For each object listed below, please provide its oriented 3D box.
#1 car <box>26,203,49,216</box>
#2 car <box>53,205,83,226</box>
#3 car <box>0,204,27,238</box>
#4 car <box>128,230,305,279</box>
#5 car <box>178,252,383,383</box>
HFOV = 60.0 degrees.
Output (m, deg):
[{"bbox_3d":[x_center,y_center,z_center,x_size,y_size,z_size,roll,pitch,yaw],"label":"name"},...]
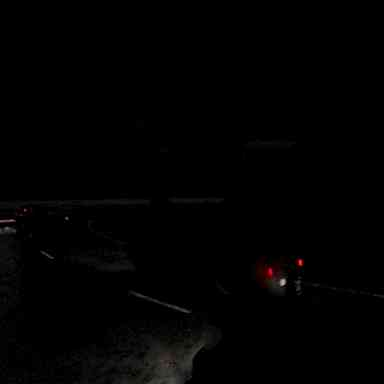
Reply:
[{"bbox_3d":[-17.775,1.919,37.395,1.994,1.385,4.181,0,0,0],"label":"car"},{"bbox_3d":[-9.477,1.712,25.628,1.882,1.535,5.008,0,0,-17],"label":"car"},{"bbox_3d":[-10.527,1.673,18.491,2.128,1.511,4.902,0,0,-26],"label":"car"},{"bbox_3d":[0.368,1.669,8.715,4.718,1.301,1.895,-1,-1,44],"label":"car"},{"bbox_3d":[2.509,1.558,2.264,5.357,1.411,2.033,-1,-1,37],"label":"car"}]
